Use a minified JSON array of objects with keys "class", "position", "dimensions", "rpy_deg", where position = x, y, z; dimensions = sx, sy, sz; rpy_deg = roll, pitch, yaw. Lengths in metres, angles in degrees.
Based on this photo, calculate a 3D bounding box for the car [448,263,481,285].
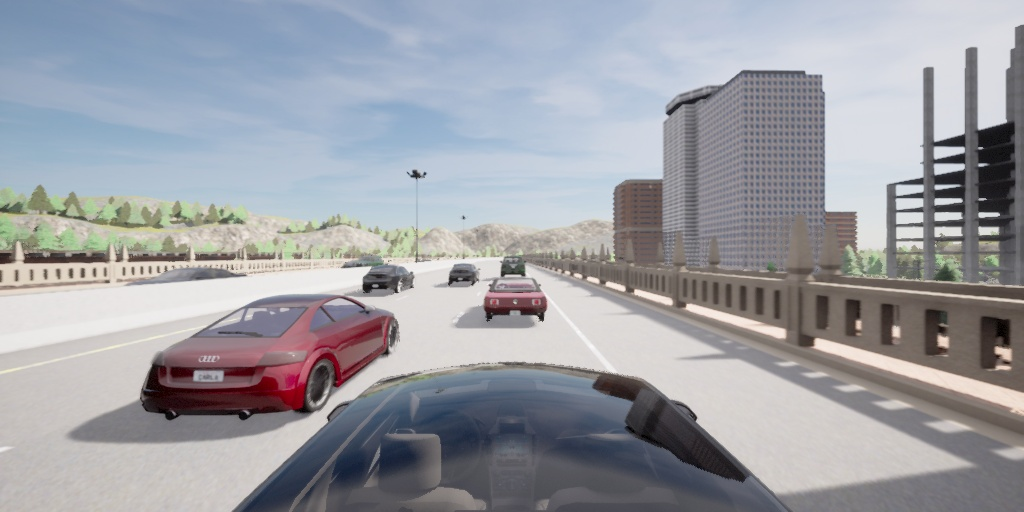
[{"class":"car","position":[-3.405,1.274,26.051],"dimensions":[1.837,1.490,4.892],"rpy_deg":[0,0,0]}]

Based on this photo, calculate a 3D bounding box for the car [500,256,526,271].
[{"class":"car","position":[0.092,0.995,32.113],"dimensions":[2.150,2.045,5.566],"rpy_deg":[0,0,0]}]

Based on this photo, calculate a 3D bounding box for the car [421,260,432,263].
[{"class":"car","position":[-14.125,1.341,58.863],"dimensions":[1.837,1.490,4.892],"rpy_deg":[0,0,-1]}]

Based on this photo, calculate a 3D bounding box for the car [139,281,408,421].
[{"class":"car","position":[-3.401,1.316,6.025],"dimensions":[1.994,1.385,4.181],"rpy_deg":[0,0,0]}]

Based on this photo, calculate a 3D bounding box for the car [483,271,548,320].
[{"class":"car","position":[0.097,1.357,12.539],"dimensions":[1.895,1.301,4.718],"rpy_deg":[0,0,0]}]

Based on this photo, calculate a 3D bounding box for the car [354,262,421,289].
[{"class":"car","position":[-6.903,1.269,20.520],"dimensions":[1.837,1.490,4.892],"rpy_deg":[0,0,0]}]

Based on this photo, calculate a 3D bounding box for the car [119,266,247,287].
[{"class":"car","position":[-14.099,1.239,15.753],"dimensions":[1.882,1.535,5.008],"rpy_deg":[0,0,0]}]

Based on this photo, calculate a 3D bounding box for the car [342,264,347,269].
[{"class":"car","position":[-21.036,1.268,48.392],"dimensions":[1.882,1.535,5.008],"rpy_deg":[0,0,0]}]

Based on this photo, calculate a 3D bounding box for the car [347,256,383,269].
[{"class":"car","position":[-17.543,1.009,43.797],"dimensions":[2.150,2.045,5.566],"rpy_deg":[0,0,0]}]
